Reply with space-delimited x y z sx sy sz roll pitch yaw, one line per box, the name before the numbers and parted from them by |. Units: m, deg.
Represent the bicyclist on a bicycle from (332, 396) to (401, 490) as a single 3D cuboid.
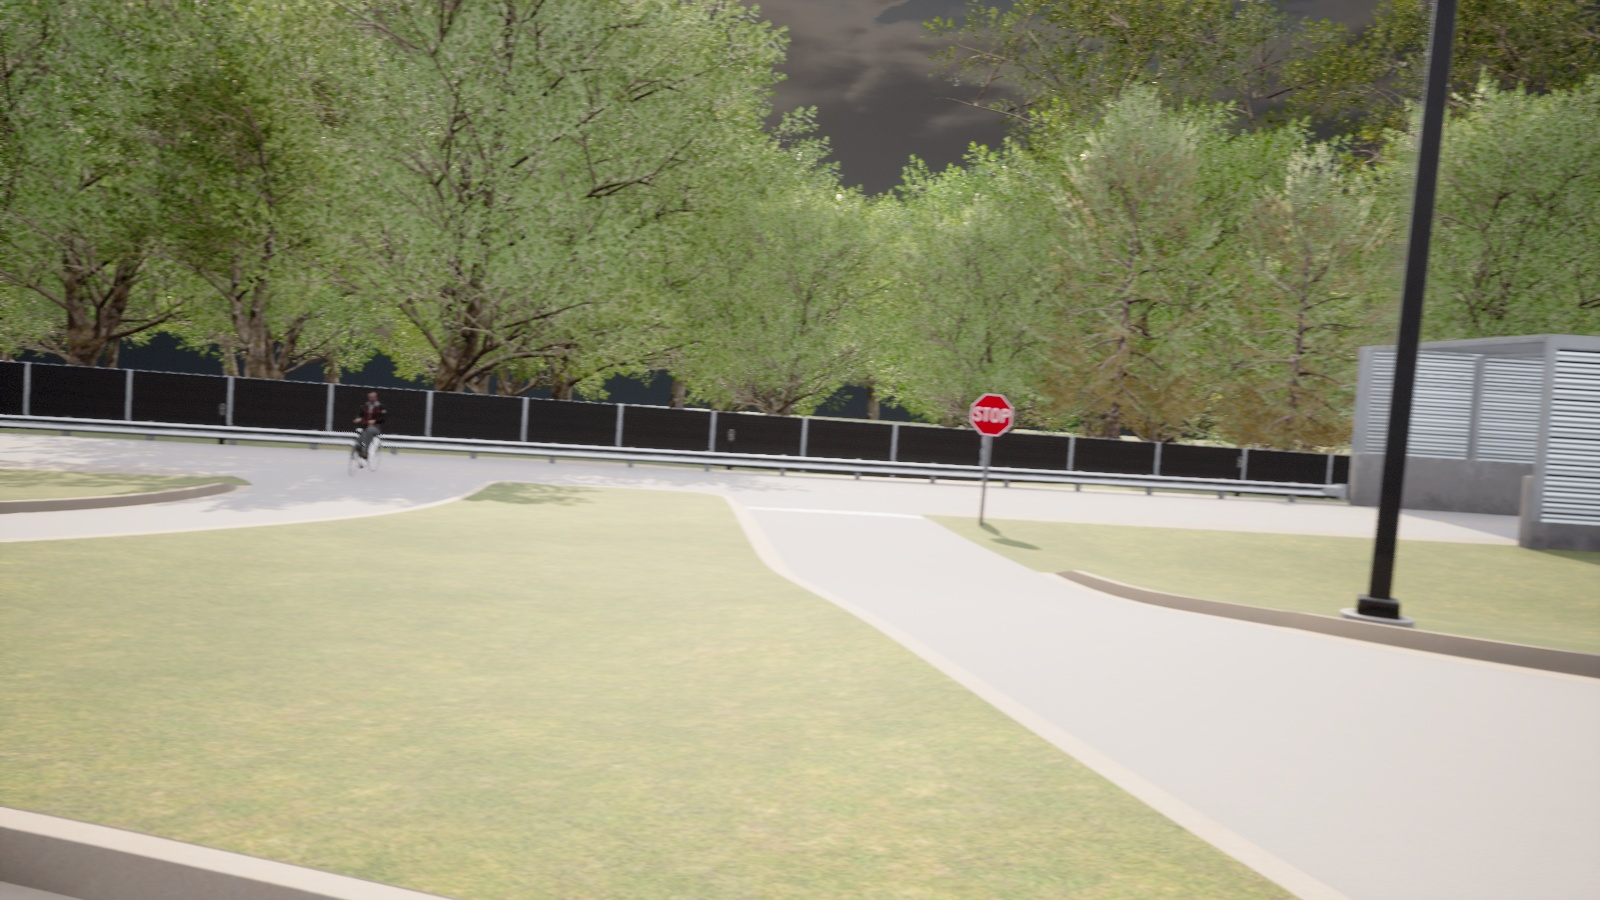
bicyclist on a bicycle | -8.997 -0.180 26.129 0.659 1.776 1.843 5 4 1
